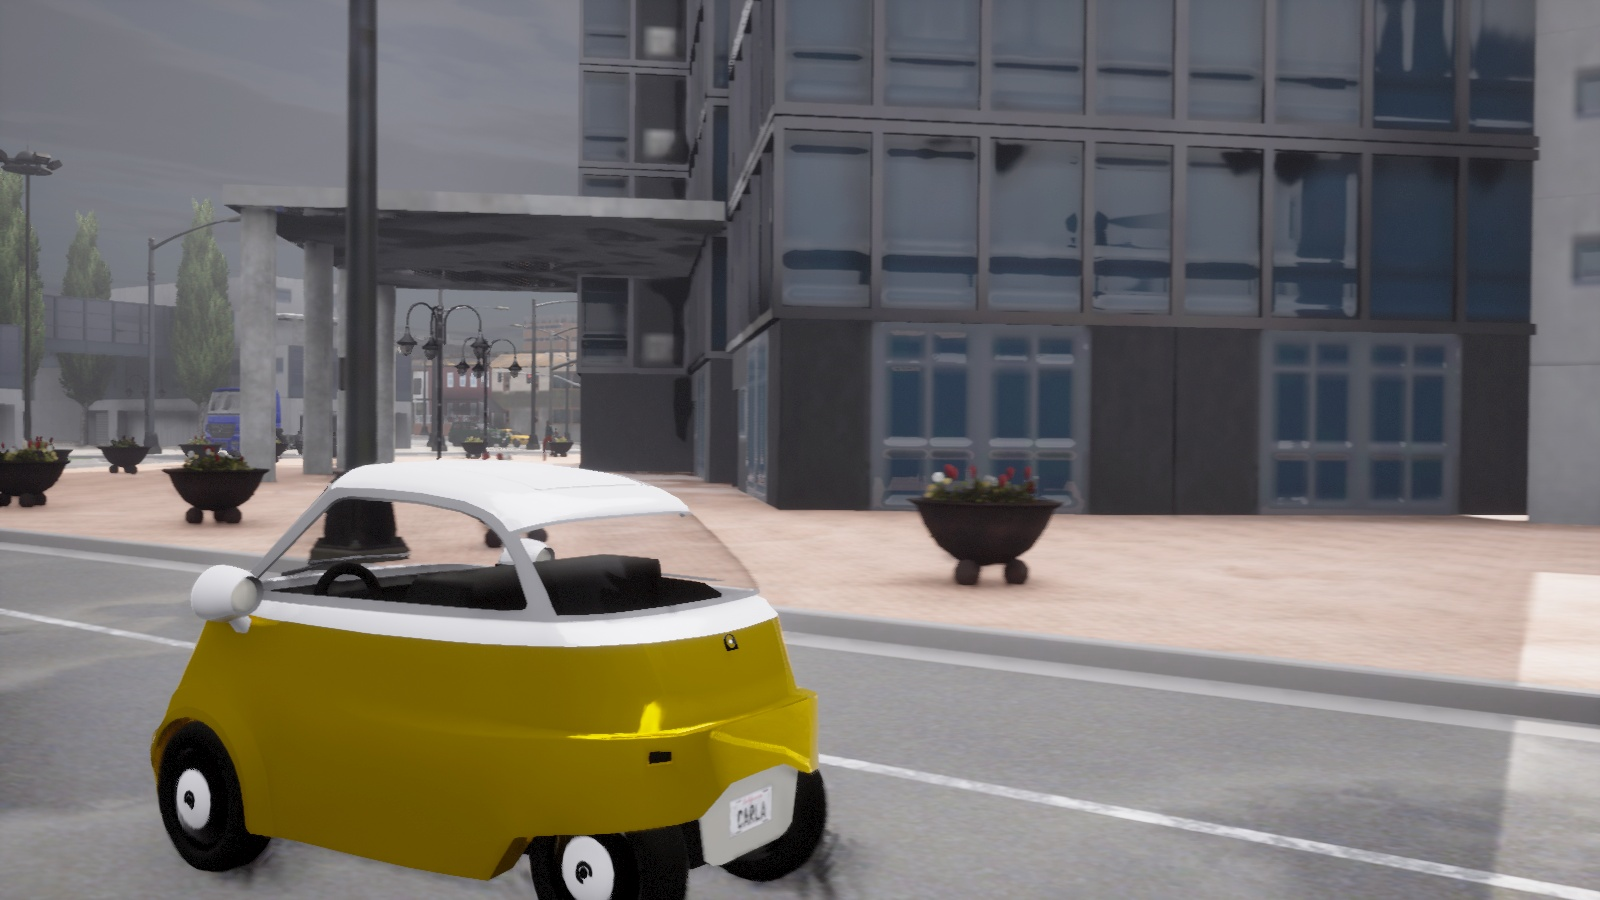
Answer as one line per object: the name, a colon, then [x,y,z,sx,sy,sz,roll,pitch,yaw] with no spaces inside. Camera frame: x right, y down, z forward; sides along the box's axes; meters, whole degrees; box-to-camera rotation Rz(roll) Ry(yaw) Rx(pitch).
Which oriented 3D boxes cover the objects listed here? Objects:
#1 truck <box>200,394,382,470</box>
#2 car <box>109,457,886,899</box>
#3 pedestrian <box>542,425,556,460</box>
truck: [-24.602,-0.879,61.191,2.891,3.462,7.936,0,1,33]
car: [-1.033,0.736,4.320,2.207,1.376,1.481,0,1,33]
pedestrian: [-13.040,-0.390,65.245,0.353,1.847,0.614,0,1,33]
